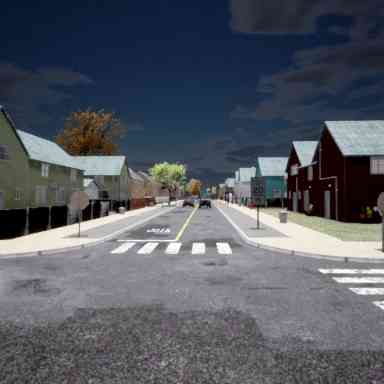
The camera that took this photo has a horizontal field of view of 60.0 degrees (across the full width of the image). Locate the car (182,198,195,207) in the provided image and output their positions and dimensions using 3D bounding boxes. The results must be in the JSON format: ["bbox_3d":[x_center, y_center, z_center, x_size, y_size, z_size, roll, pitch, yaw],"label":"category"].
[{"bbox_3d":[-0.544,1.780,55.824,2.033,1.411,5.357,0,0,2],"label":"car"}]

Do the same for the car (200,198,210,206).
[{"bbox_3d":[2.434,1.797,61.544,1.812,1.442,4.674,0,0,2],"label":"car"}]

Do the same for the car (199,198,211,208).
[{"bbox_3d":[2.022,1.700,51.132,1.837,1.490,4.892,0,0,2],"label":"car"}]
